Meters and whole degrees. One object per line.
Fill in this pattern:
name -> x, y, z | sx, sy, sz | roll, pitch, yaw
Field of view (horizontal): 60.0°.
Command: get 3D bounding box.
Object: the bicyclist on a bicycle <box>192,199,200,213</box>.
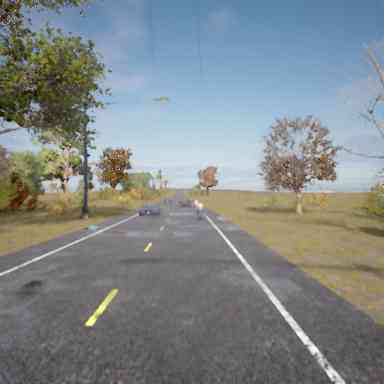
bicyclist on a bicycle -> 0.468, 1.565, 37.772 | 0.866, 1.612, 1.509 | 0, 0, -2

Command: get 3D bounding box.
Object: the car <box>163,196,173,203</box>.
car -> -5.234, 1.736, 72.947 | 1.837, 1.490, 4.892 | 0, 0, -2

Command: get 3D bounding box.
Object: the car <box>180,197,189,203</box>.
car -> -1.795, 1.799, 74.697 | 1.994, 1.385, 4.181 | 0, 0, -2

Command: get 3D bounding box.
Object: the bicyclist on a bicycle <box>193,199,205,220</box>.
bicyclist on a bicycle -> 0.698, 1.531, 27.750 | 0.866, 1.612, 1.509 | 0, 0, -1

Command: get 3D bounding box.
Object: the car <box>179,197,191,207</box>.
car -> -1.053, 1.680, 56.058 | 2.128, 1.511, 4.902 | 0, 0, -2

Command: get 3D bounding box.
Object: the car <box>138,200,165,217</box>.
car -> -3.984, 1.676, 32.326 | 1.994, 1.385, 4.181 | 0, 0, -1
